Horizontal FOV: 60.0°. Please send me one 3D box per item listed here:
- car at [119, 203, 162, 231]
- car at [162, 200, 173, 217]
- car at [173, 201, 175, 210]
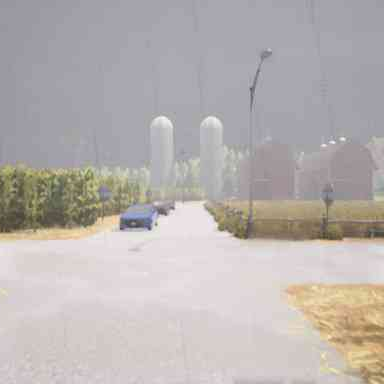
[{"bbox_3d":[-3.252,1.520,20.999,1.882,1.535,5.008,0,0,0],"label":"car"},{"bbox_3d":[-3.281,1.757,33.440,1.895,1.301,4.718,0,-1,0],"label":"car"},{"bbox_3d":[-3.294,1.792,46.754,2.033,1.411,5.357,0,0,0],"label":"car"}]
